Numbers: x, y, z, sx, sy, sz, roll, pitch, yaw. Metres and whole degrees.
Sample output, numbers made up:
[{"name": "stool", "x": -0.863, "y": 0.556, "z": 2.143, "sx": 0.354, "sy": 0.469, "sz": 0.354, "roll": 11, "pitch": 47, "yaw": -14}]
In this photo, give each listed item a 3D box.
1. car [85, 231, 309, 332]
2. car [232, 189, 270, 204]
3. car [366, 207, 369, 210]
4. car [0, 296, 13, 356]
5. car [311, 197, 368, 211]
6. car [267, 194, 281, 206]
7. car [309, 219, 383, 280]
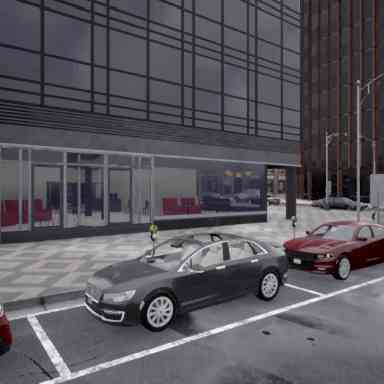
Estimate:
[{"name": "car", "x": 0.106, "y": 1.551, "z": 6.729, "sx": 4.403, "sy": 1.369, "sz": 2.008, "roll": 0, "pitch": 0, "yaw": -36}, {"name": "car", "x": 8.489, "y": 0.569, "z": 48.331, "sx": 2.150, "sy": 2.045, "sz": 5.566, "roll": 0, "pitch": 0, "yaw": -36}, {"name": "car", "x": 8.988, "y": 1.440, "z": 13.072, "sx": 4.097, "sy": 1.590, "sz": 1.967, "roll": 0, "pitch": 0, "yaw": -36}, {"name": "car", "x": -4.335, "y": 1.440, "z": 3.558, "sx": 4.097, "sy": 1.590, "sz": 1.967, "roll": 0, "pitch": 0, "yaw": -36}, {"name": "car", "x": 14.916, "y": 1.201, "z": 33.781, "sx": 2.033, "sy": 1.411, "sz": 5.357, "roll": 0, "pitch": 1, "yaw": -41}, {"name": "car", "x": 8.985, "y": 0.960, "z": 42.144, "sx": 1.837, "sy": 1.490, "sz": 4.892, "roll": 0, "pitch": 1, "yaw": -36}, {"name": "car", "x": 4.547, "y": 1.544, "z": 9.901, "sx": 4.507, "sy": 1.381, "sz": 1.887, "roll": 0, "pitch": 0, "yaw": -36}]
